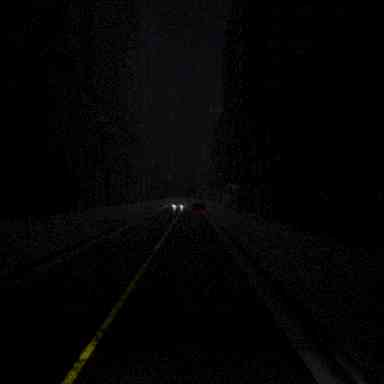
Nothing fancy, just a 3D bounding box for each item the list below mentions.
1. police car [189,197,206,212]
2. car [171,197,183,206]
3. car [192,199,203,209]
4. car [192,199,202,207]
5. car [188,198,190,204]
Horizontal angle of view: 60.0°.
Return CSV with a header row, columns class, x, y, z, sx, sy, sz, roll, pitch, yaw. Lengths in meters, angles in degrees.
class,x,y,z,sx,sy,sz,roll,pitch,yaw
police car,0.930,1.842,46.567,1.930,1.638,5.238,0,-1,0
car,-2.955,2.174,70.982,1.812,1.442,4.674,0,-1,0
car,0.936,1.965,56.648,1.801,1.575,5.366,0,-1,0
car,0.940,2.092,62.457,1.812,1.442,4.674,0,-1,0
car,0.053,2.038,83.261,2.097,1.767,4.553,0,-1,0
